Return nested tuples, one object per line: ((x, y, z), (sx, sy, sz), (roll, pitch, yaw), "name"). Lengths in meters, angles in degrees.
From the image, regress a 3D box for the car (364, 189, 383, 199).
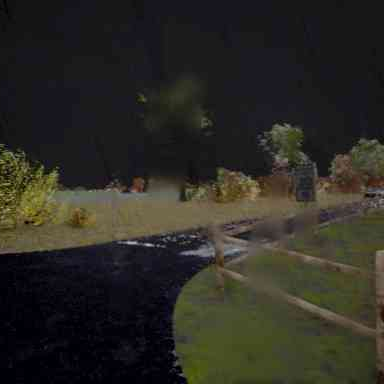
((24.130, 0.254, 43.999), (1.994, 1.385, 4.181), (-3, 0, 41), "car")
